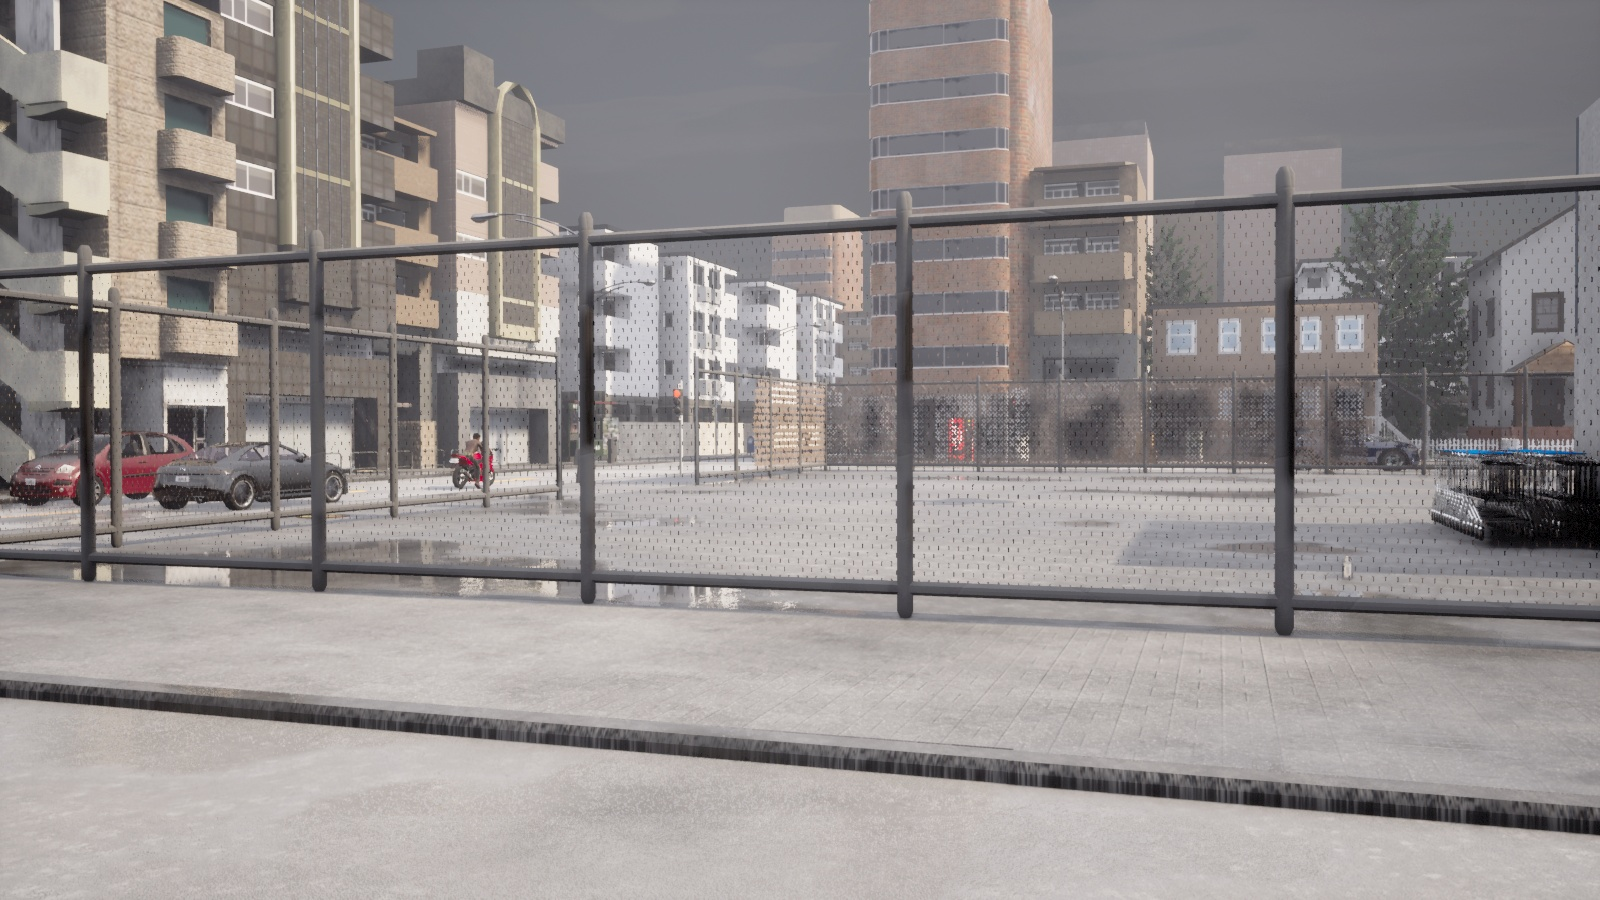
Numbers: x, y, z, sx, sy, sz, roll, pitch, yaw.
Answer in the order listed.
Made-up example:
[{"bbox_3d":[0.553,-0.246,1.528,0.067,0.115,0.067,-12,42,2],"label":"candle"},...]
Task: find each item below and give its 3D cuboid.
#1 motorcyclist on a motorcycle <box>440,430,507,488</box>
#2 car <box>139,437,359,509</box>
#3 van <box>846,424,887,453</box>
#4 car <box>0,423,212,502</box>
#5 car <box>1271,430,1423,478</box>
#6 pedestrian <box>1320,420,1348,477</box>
[{"bbox_3d":[-8.945,0.223,34.468,0.797,1.523,2.044,1,1,19],"label":"motorcyclist on a motorcycle"},{"bbox_3d":[-11.558,0.420,26.662,1.994,1.385,4.181,1,1,18],"label":"car"},{"bbox_3d":[4.679,-0.807,87.688,1.775,1.987,4.442,1,1,19],"label":"van"},{"bbox_3d":[-15.348,0.220,27.950,1.851,1.617,3.988,1,1,18],"label":"car"},{"bbox_3d":[19.504,0.109,44.994,4.856,1.649,2.033,1,1,20],"label":"car"},{"bbox_3d":[17.206,-0.047,40.462,0.703,1.840,0.431,0,1,0],"label":"pedestrian"}]
